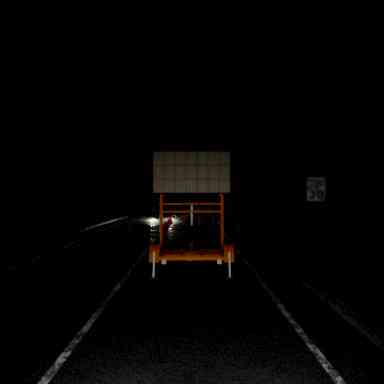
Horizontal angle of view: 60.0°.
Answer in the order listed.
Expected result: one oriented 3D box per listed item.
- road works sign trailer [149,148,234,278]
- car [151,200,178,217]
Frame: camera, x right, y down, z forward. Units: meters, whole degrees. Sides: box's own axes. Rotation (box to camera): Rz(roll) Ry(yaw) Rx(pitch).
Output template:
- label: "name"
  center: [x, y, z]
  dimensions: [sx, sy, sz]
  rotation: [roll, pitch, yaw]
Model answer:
- label: "road works sign trailer"
  center: [-0.010, 0.466, 10.088]
  dimensions: [2.380, 3.560, 2.880]
  rotation: [0, 0, 0]
- label: "car"
  center: [-2.536, 1.485, 31.636]
  dimensions: [1.882, 1.535, 5.008]
  rotation: [0, 0, 6]
